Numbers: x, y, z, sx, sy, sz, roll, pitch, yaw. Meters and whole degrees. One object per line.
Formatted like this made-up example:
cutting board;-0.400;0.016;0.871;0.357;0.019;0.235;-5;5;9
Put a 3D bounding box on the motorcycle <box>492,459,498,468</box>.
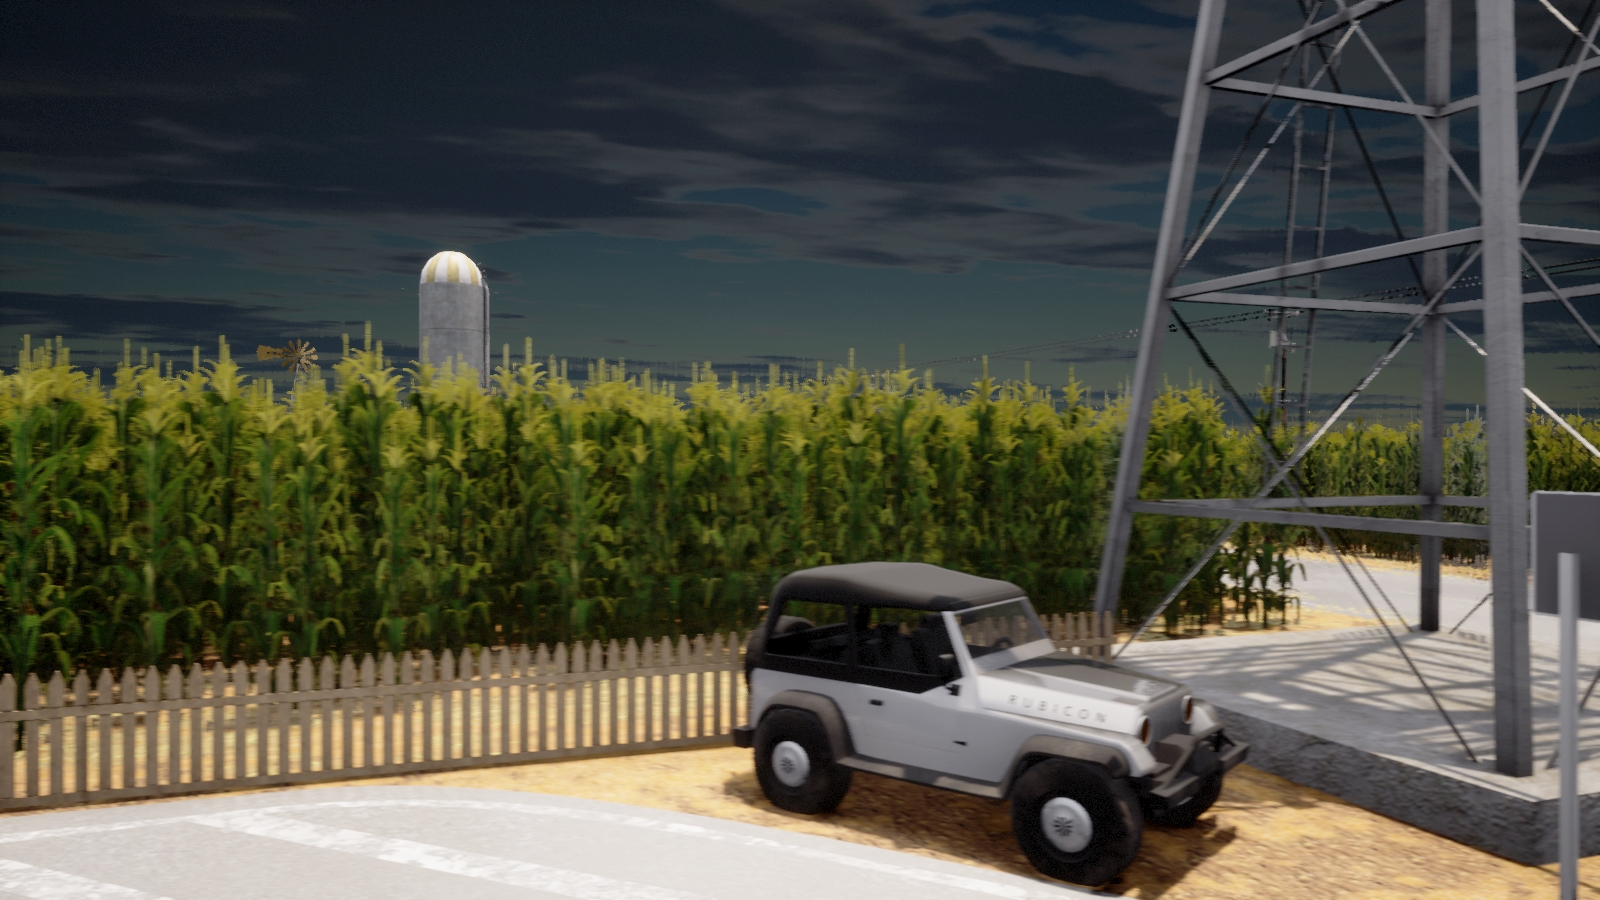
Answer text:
motorcycle;-48.133;2.154;180.354;0.764;1.307;2.356;0;0;-21
